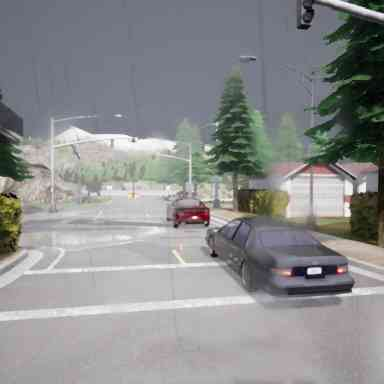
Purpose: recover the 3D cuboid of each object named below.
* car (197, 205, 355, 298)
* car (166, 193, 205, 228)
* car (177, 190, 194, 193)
[{"bbox_3d":[1.775,1.366,8.601,2.033,1.411,5.357,0,3,-11],"label":"car"},{"bbox_3d":[-0.327,1.058,18.982,1.882,1.535,5.008,-1,2,-11],"label":"car"},{"bbox_3d":[-0.966,0.381,70.290,4.902,1.511,2.128,0,1,-11],"label":"car"}]
